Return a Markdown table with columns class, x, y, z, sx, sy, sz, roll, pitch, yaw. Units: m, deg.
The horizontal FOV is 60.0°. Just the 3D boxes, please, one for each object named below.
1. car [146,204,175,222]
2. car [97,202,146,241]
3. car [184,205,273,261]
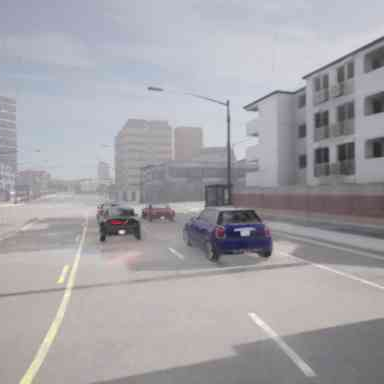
| class | x | y | z | sx | sy | sz | roll | pitch | yaw |
| --- | --- | --- | --- | --- | --- | --- | --- | --- | --- |
| car | -2.742 | 1.554 | 25.952 | 1.895 | 1.301 | 4.718 | -1 | 0 | -17 |
| car | -3.687 | 1.495 | 16.739 | 1.837 | 1.490 | 4.892 | -1 | 0 | -16 |
| car | 1.124 | 1.303 | 12.362 | 2.097 | 1.767 | 4.553 | -1 | 0 | -15 |
